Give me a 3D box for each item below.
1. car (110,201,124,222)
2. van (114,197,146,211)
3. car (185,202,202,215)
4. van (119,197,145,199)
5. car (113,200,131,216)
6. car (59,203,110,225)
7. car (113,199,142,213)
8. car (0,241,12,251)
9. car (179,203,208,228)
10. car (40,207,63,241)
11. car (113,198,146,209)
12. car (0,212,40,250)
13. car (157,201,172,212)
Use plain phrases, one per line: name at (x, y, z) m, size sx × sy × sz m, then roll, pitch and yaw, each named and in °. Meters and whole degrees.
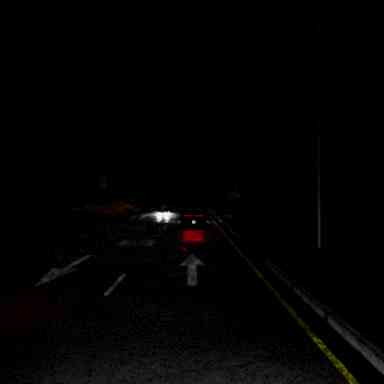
car at (-8.940, 1.822, 28.778) m, size 5.366 × 1.575 × 1.946 m, roll -1°, pitch -1°, yaw -20°
van at (-9.262, 1.745, 49.681) m, size 4.442 × 1.987 × 1.878 m, roll -1°, pitch 0°, yaw -20°
car at (0.236, 2.031, 41.669) m, size 2.033 × 1.411 × 5.357 m, roll 0°, pitch 0°, yaw 0°
van at (-9.247, 1.747, 46.681) m, size 4.442 × 1.987 × 1.878 m, roll -1°, pitch 0°, yaw -20°
car at (-8.934, 1.859, 31.779) m, size 5.366 × 1.575 × 1.946 m, roll -1°, pitch -1°, yaw -20°
car at (-9.129, 1.791, 25.714) m, size 4.892 × 1.521 × 2.231 m, roll -1°, pitch -1°, yaw -20°
car at (-9.280, 1.967, 40.665) m, size 5.366 × 1.575 × 1.946 m, roll -1°, pitch 0°, yaw -20°
car at (-4.013, 1.563, 3.287) m, size 1.812 × 1.442 × 4.674 m, roll 0°, pitch -1°, yaw 0°
car at (0.127, 1.801, 24.989) m, size 1.837 × 1.490 × 4.892 m, roll 0°, pitch 0°, yaw 0°
car at (-9.159, 1.718, 16.714) m, size 4.674 × 1.452 × 2.002 m, roll -1°, pitch -1°, yaw -20°
car at (-9.127, 1.974, 43.733) m, size 5.008 × 1.535 × 2.097 m, roll -1°, pitch 0°, yaw -20°
car at (-9.144, 1.671, 13.722) m, size 4.792 × 1.488 × 2.163 m, roll -1°, pitch -1°, yaw -20°
car at (-3.847, 1.978, 46.957) m, size 2.128 × 1.511 × 4.902 m, roll 0°, pitch 0°, yaw 1°
